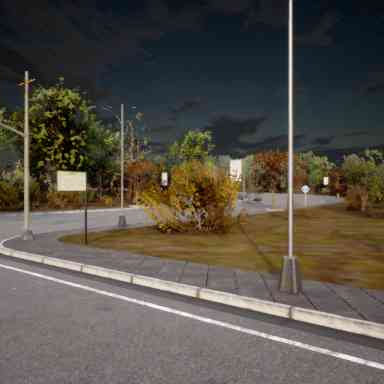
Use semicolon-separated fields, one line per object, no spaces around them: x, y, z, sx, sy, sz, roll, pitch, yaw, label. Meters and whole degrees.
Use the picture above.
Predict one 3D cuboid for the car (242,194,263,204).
10.191;1.157;55.724;2.128;1.511;4.902;0;1;37;car
